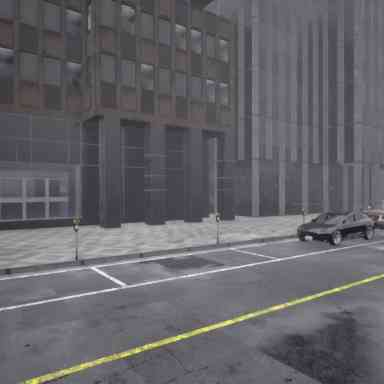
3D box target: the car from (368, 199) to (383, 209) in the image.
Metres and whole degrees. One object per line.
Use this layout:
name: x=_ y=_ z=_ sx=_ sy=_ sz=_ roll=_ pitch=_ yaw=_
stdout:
car: x=11.275 y=1.314 z=18.559 sx=5.009 sy=1.841 sz=2.192 roll=0 pitch=0 yaw=-35

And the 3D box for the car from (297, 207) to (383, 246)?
car: x=6.687 y=1.565 z=15.285 sx=4.313 sy=1.339 sz=1.947 roll=0 pitch=0 yaw=-35
